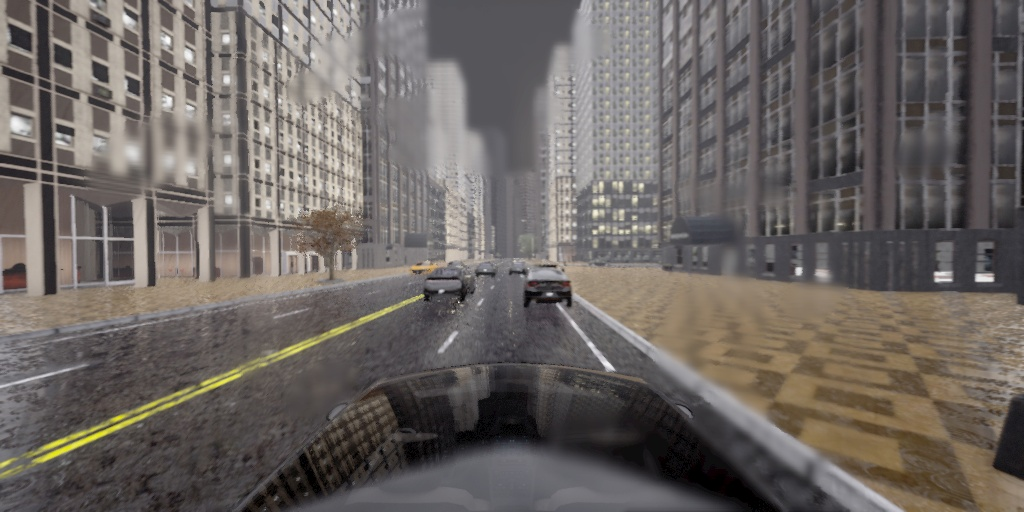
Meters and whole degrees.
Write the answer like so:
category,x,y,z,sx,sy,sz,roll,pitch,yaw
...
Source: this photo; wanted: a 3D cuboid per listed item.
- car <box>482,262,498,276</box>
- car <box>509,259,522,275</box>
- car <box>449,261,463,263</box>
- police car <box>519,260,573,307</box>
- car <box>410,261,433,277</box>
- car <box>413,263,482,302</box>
category,x,y,z,sx,sy,sz,roll,pitch,yaw
car,-2.550,1.329,36.447,1.994,1.385,4.181,0,0,1
car,0.695,1.305,39.266,1.994,1.385,4.181,0,0,1
car,-5.957,1.293,37.755,1.837,1.490,4.892,0,0,1
police car,1.389,1.163,15.478,1.930,1.638,5.238,0,0,1
car,-9.212,1.292,37.520,1.882,1.535,5.008,0,0,1
car,-2.871,1.261,17.196,2.128,1.511,4.902,0,0,1
